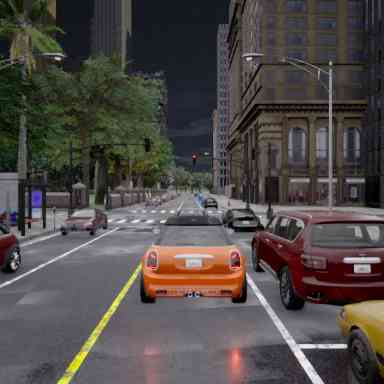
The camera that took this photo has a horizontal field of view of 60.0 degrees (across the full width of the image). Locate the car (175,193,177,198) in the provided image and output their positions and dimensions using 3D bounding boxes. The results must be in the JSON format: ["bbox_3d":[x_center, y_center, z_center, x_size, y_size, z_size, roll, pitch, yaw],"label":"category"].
[{"bbox_3d":[-6.243,1.234,93.773,2.192,1.841,5.009,0,0,0],"label":"car"}]

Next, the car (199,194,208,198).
[{"bbox_3d":[2.477,1.495,56.026,1.752,1.417,4.829,0,0,0],"label":"car"}]

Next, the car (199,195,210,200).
[{"bbox_3d":[2.506,1.541,50.436,1.947,1.339,4.313,0,0,0],"label":"car"}]

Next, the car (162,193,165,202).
[{"bbox_3d":[-6.048,1.410,55.831,1.967,1.590,4.097,0,0,0],"label":"car"}]

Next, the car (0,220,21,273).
[{"bbox_3d":[-5.800,1.439,7.700,1.967,1.590,4.097,0,0,0],"label":"car"}]

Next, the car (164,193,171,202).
[{"bbox_3d":[-6.131,1.392,72.092,1.967,1.590,4.097,0,0,0],"label":"car"}]

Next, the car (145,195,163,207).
[{"bbox_3d":[-6.019,1.526,50.412,2.008,1.369,4.403,0,0,0],"label":"car"}]

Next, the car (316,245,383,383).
[{"bbox_3d":[2.753,1.525,2.473,1.752,1.417,4.829,0,0,0],"label":"car"}]

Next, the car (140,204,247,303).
[{"bbox_3d":[0.034,1.351,8.350,2.097,1.767,4.553,0,0,0],"label":"car"}]

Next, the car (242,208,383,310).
[{"bbox_3d":[2.725,1.314,7.728,2.192,1.841,5.009,0,0,0],"label":"car"}]

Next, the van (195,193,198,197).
[{"bbox_3d":[2.338,1.277,82.957,1.690,1.788,3.998,0,0,0],"label":"van"}]

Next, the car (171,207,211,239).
[{"bbox_3d":[-0.029,1.596,18.169,1.895,1.301,4.718,0,0,0],"label":"car"}]

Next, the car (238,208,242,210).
[{"bbox_3d":[2.670,1.561,18.579,1.947,1.339,4.313,0,0,0],"label":"car"}]

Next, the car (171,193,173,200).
[{"bbox_3d":[-6.160,1.259,77.513,2.192,1.841,5.009,0,0,0],"label":"car"}]

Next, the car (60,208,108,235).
[{"bbox_3d":[-5.856,1.577,18.553,1.802,1.307,4.206,0,0,0],"label":"car"}]

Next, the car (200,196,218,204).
[{"bbox_3d":[2.534,1.545,45.015,1.947,1.339,4.313,0,0,0],"label":"car"}]
